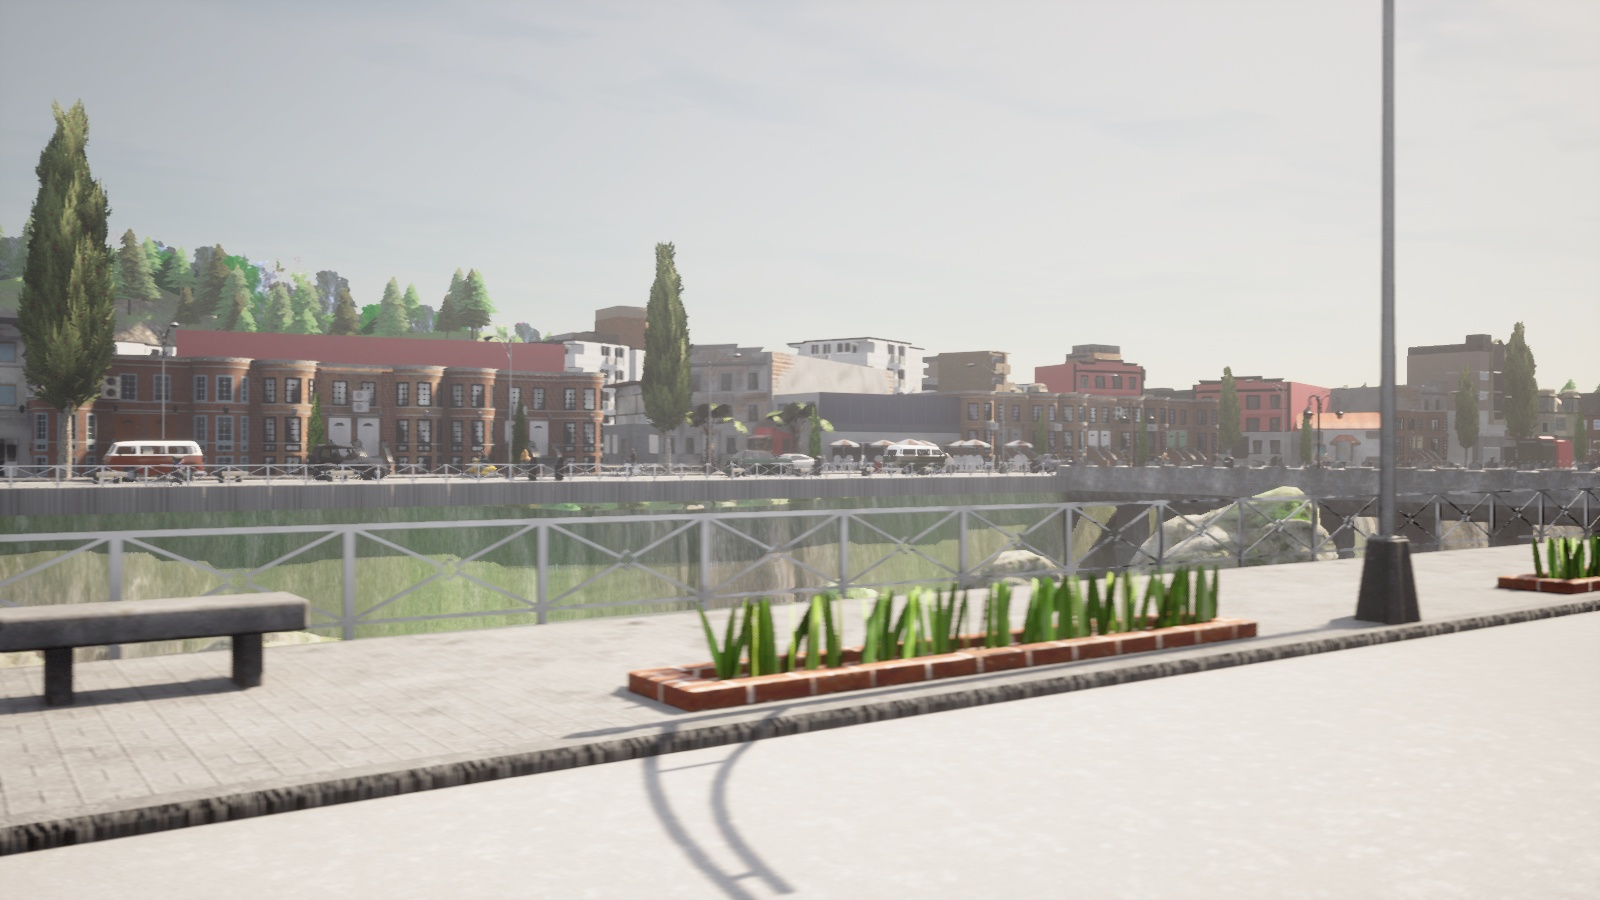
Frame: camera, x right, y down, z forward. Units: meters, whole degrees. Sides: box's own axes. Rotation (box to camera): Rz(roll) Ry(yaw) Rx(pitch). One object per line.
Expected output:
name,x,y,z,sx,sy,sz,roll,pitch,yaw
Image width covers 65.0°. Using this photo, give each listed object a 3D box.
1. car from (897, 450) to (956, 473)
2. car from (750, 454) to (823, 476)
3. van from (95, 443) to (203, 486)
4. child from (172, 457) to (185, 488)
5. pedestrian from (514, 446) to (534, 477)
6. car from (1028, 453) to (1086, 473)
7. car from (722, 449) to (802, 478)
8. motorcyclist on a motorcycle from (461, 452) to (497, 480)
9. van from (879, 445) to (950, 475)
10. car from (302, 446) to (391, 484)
car,9.113,0.846,90.628,3.988,1.617,1.851,0,0,-35
car,-0.884,0.977,83.665,4.674,1.442,1.812,0,0,-35
van,-32.081,0.688,61.939,4.480,2.038,2.069,0,0,-35
child,-25.622,0.916,51.763,0.437,1.263,0.270,0,0,-34
pedestrian,-16.659,0.676,75.757,0.900,1.855,0.874,0,0,-36
car,18.946,0.945,92.603,4.193,1.474,1.816,0,0,-35
car,-2.354,0.799,77.769,4.553,1.767,2.097,0,0,-35
motorcyclist on a motorcycle,-18.273,0.912,71.554,1.817,1.590,0.866,0,0,-35
van,7.739,0.660,84.799,4.480,2.038,2.069,0,0,-35
car,-22.892,0.745,63.464,3.866,1.878,1.905,0,0,-35
